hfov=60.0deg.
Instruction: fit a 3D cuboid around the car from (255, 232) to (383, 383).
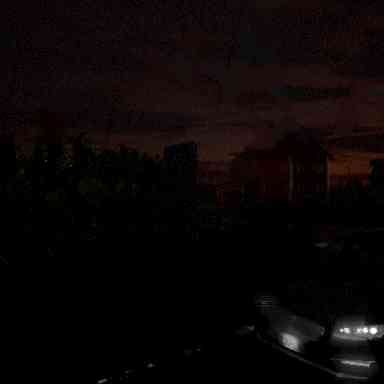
[{"bbox_3d":[3.083,1.458,5.365,4.902,1.511,2.128,0,0,-38],"label":"car"}]
